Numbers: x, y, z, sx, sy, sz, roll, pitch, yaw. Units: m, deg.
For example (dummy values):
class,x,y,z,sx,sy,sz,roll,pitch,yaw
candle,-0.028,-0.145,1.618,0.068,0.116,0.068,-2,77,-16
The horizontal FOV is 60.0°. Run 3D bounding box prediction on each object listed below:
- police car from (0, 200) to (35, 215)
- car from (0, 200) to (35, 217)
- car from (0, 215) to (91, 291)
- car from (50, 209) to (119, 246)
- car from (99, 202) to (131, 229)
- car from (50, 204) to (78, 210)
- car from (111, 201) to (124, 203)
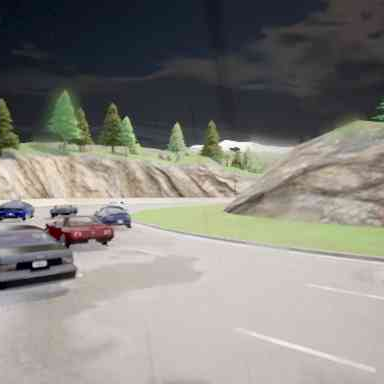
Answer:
class,x,y,z,sx,sy,sz,roll,pitch,yaw
police car,-19.952,1.690,37.929,2.038,1.542,4.974,0,-1,-3
car,-14.934,1.619,28.666,1.882,1.535,5.008,0,0,-15
car,-4.919,1.593,9.017,2.033,1.411,5.357,1,-1,-41
car,-5.286,1.690,15.179,1.895,1.301,4.718,1,0,-35
car,-5.435,1.668,22.444,1.812,1.442,4.674,0,0,-27
car,-12.194,1.781,32.087,1.895,1.301,4.718,0,0,-11
car,-9.329,1.790,41.464,1.812,1.442,4.674,0,0,1
